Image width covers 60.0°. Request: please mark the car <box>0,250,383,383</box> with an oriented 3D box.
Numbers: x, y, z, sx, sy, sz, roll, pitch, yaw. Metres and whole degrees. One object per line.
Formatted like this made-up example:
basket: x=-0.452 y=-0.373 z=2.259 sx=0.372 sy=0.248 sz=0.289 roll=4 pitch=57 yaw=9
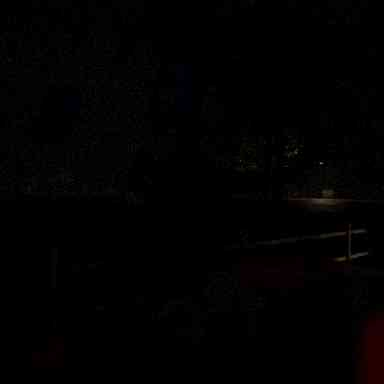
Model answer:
car: x=0.752 y=1.476 z=3.569 sx=5.008 sy=1.535 sz=1.882 roll=0 pitch=0 yaw=-36
